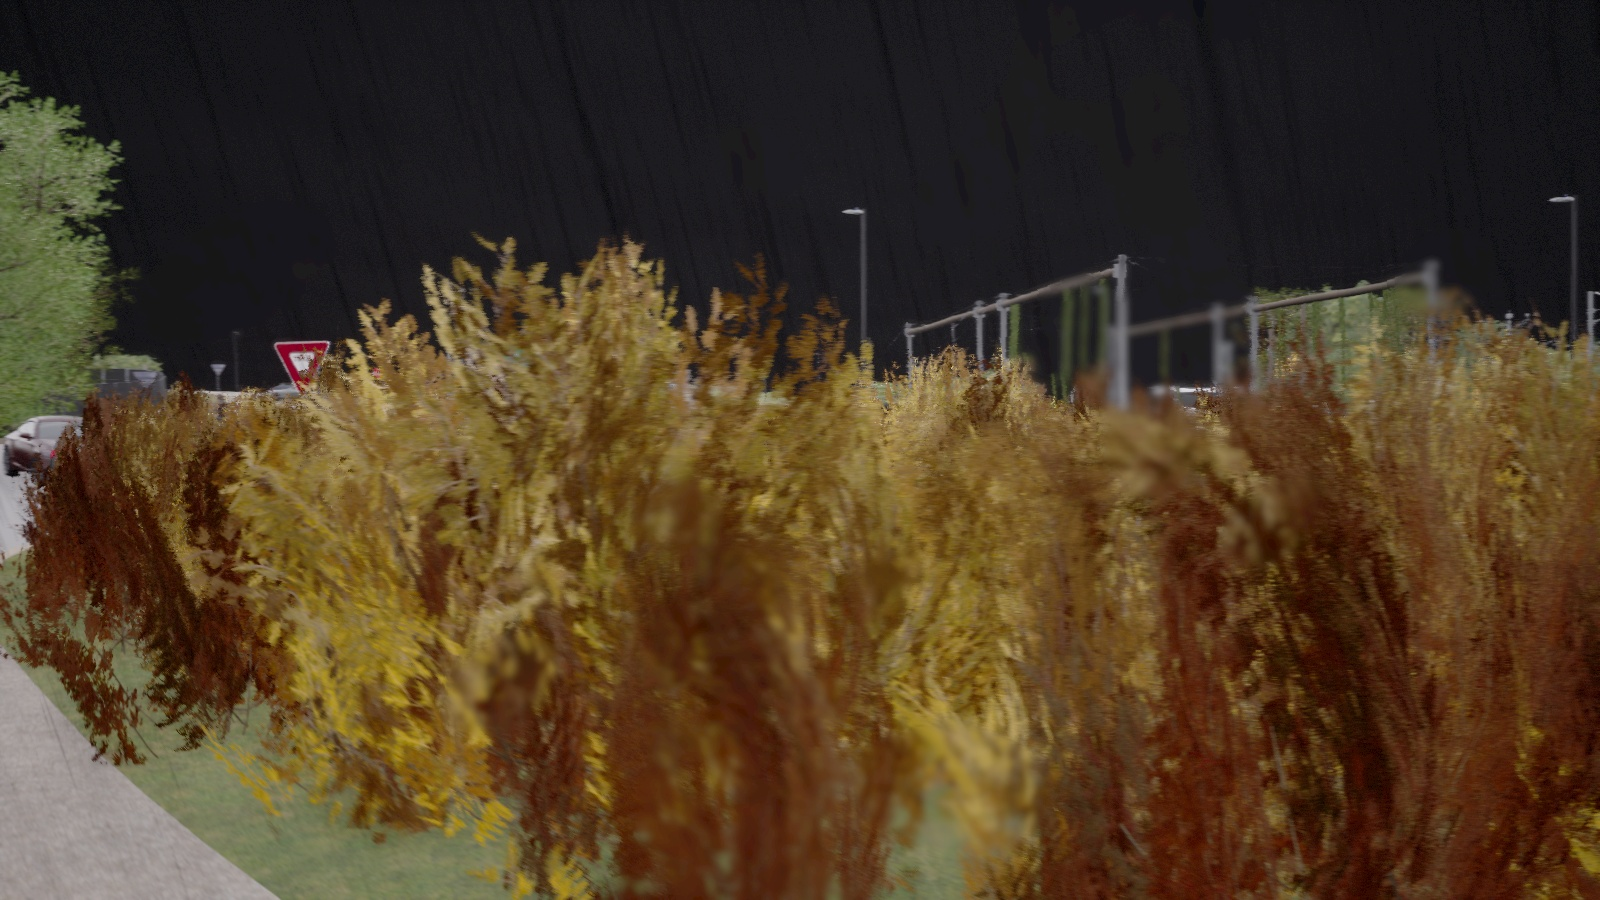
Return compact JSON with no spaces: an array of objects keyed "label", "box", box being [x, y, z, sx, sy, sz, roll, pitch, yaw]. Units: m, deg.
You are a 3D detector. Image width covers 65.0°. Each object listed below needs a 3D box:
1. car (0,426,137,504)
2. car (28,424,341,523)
[{"label":"car","box":[-16.807,0.269,28.598,1.812,1.442,4.674,-2,4,-43]},{"label":"car","box":[-11.052,0.368,22.764,4.611,1.667,2.242,0,2,8]}]
